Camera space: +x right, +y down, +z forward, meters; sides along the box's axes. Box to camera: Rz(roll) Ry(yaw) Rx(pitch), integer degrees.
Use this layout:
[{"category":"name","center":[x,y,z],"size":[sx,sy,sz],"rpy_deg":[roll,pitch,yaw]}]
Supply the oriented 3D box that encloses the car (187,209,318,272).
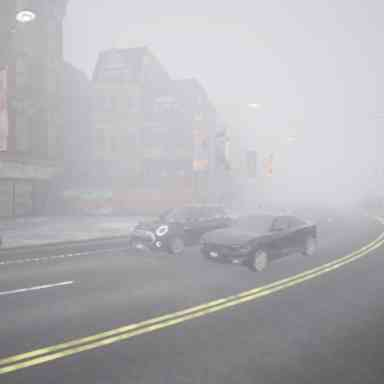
[{"category":"car","center":[2.344,1.426,10.916],"size":[1.882,1.535,5.008],"rpy_deg":[0,1,44]}]

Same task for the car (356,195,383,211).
[{"category":"car","center":[19.540,1.135,36.421],"size":[2.097,1.767,4.553],"rpy_deg":[0,0,15]}]

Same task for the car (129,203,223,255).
[{"category":"car","center":[-0.272,1.301,13.265],"size":[2.097,1.767,4.553],"rpy_deg":[0,0,44]}]
